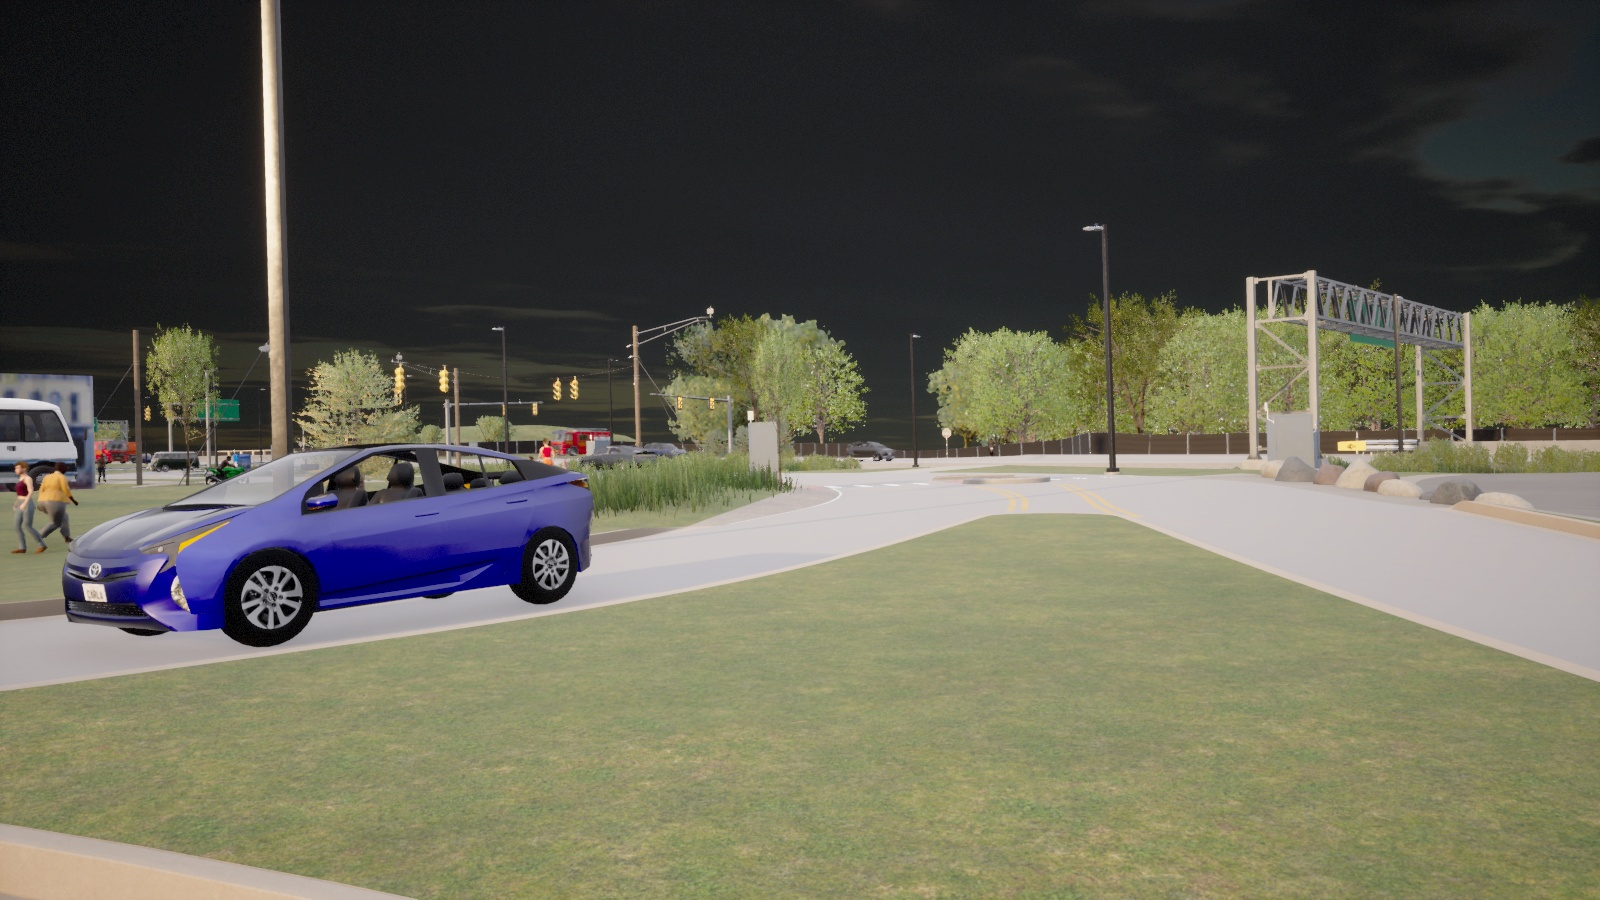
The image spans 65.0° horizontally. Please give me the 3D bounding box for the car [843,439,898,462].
[{"bbox_3d":[5.255,0.028,93.647,3.705,1.549,1.789,-2,0,41],"label":"car"}]

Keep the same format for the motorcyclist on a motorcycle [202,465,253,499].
[{"bbox_3d":[-27.930,1.545,61.275,2.044,1.523,0.797,-4,0,-36],"label":"motorcyclist on a motorcycle"}]

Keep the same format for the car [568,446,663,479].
[{"bbox_3d":[-9.575,0.660,65.062,4.902,1.511,2.128,-2,0,40],"label":"car"}]

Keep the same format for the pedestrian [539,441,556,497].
[{"bbox_3d":[-8.350,0.632,41.491,0.345,1.836,0.594,-3,-1,-26],"label":"pedestrian"}]

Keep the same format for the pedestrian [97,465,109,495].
[{"bbox_3d":[-42.745,1.843,77.006,0.869,1.805,0.328,-4,-1,41],"label":"pedestrian"}]

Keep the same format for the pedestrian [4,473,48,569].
[{"bbox_3d":[-15.271,1.391,24.774,0.345,1.836,0.594,-4,-1,39],"label":"pedestrian"}]

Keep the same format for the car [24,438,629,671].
[{"bbox_3d":[-3.809,0.737,10.917,2.007,1.525,4.514,-3,-1,35],"label":"car"}]

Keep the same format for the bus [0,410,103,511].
[{"bbox_3d":[-35.871,0.543,53.155,3.944,4.253,10.273,-4,-1,41],"label":"bus"}]

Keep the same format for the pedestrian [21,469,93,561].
[{"bbox_3d":[-15.645,1.363,26.449,0.874,1.855,0.900,-3,-1,27],"label":"pedestrian"}]
